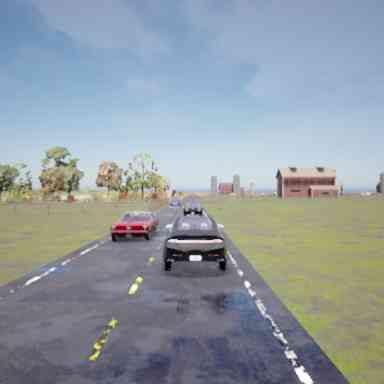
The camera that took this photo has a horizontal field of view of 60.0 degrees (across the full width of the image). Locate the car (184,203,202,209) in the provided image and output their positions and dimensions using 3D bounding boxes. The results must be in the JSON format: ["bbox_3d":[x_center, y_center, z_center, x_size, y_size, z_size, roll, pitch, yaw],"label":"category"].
[{"bbox_3d":[0.101,1.759,34.282,1.895,1.301,4.718,0,0,0],"label":"car"}]

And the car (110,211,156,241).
[{"bbox_3d":[-2.851,1.683,17.234,1.895,1.301,4.718,0,0,0],"label":"car"}]

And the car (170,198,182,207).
[{"bbox_3d":[-2.809,1.791,57.836,1.812,1.442,4.674,0,0,0],"label":"car"}]

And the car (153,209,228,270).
[{"bbox_3d":[0.095,1.547,11.245,2.128,1.511,4.902,0,0,0],"label":"car"}]
